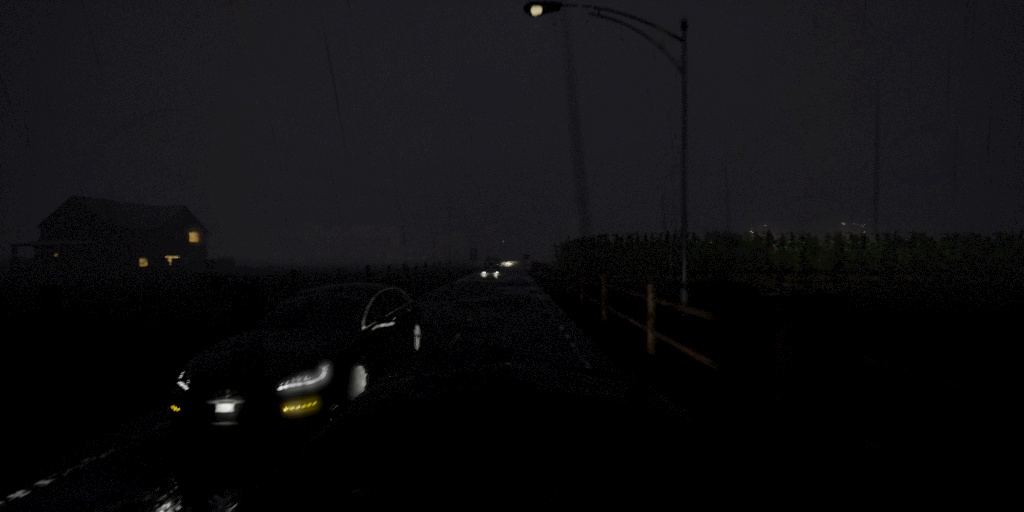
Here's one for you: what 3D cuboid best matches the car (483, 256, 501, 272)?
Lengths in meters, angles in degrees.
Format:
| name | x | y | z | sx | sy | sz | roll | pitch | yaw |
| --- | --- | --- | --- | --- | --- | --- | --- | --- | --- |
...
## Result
| name | x | y | z | sx | sy | sz | roll | pitch | yaw |
| --- | --- | --- | --- | --- | --- | --- | --- | --- | --- |
| car | -2.732 | 1.056 | 48.799 | 2.150 | 2.045 | 5.566 | 0 | 0 | 0 |

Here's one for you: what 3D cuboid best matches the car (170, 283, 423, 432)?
| name | x | y | z | sx | sy | sz | roll | pitch | yaw |
| --- | --- | --- | --- | --- | --- | --- | --- | --- | --- |
| car | -2.846 | 1.260 | 5.988 | 1.837 | 1.490 | 4.892 | 0 | 0 | 0 |
